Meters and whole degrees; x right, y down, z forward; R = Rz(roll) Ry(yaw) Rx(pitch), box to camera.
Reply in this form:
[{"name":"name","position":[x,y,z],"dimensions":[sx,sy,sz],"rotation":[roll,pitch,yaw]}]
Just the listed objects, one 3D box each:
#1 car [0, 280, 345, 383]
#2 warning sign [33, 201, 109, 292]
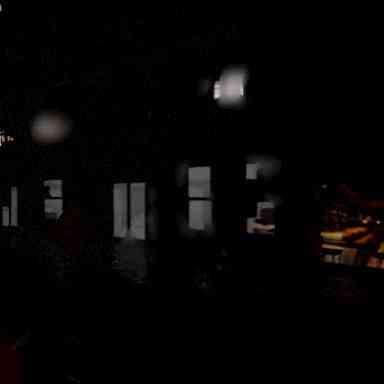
[{"name":"car","position":[-0.665,1.601,3.348],"dimensions":[4.206,1.307,1.802],"rotation":[-1,0,35]},{"name":"warning sign","position":[-2.810,1.169,7.796],"dimensions":[1.060,1.860,1.300],"rotation":[-1,0,35]}]
